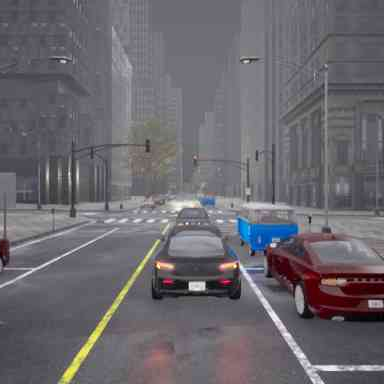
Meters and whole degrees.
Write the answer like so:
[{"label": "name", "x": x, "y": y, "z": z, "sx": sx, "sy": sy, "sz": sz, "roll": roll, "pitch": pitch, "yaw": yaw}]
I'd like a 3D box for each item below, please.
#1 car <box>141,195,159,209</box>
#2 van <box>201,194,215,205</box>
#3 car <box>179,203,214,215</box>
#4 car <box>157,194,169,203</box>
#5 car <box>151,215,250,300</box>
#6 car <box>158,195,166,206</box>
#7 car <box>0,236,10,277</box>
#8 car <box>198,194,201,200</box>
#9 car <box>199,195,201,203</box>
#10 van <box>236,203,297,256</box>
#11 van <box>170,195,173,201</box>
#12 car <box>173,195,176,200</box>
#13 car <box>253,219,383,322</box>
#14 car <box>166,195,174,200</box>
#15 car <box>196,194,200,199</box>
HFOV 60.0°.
[{"label": "car", "x": -5.911, "y": 1.542, "z": 45.139, "sx": 1.752, "sy": 1.417, "sz": 4.829, "roll": 0, "pitch": 0, "yaw": 0}, {"label": "van", "x": 2.603, "y": 1.362, "z": 50.735, "sx": 1.690, "sy": 1.788, "sz": 3.998, "roll": 0, "pitch": 0, "yaw": 0}, {"label": "car", "x": 0.044, "y": 1.550, "z": 17.866, "sx": 2.033, "sy": 1.411, "sz": 5.357, "roll": 0, "pitch": 0, "yaw": 0}, {"label": "car", "x": -5.956, "y": 1.346, "z": 61.179, "sx": 2.192, "sy": 1.841, "sz": 5.009, "roll": 0, "pitch": 0, "yaw": 0}, {"label": "car", "x": 0.081, "y": 1.526, "z": 8.277, "sx": 1.812, "sy": 1.442, "sz": 4.674, "roll": 0, "pitch": 0, "yaw": 0}, {"label": "car", "x": -5.939, "y": 1.570, "z": 55.889, "sx": 1.887, "sy": 1.381, "sz": 4.507, "roll": 0, "pitch": 0, "yaw": 0}, {"label": "car", "x": -5.799, "y": 1.545, "z": 7.216, "sx": 1.887, "sy": 1.381, "sz": 4.507, "roll": 0, "pitch": 0, "yaw": 0}, {"label": "car", "x": 2.567, "y": 1.575, "z": 61.561, "sx": 1.887, "sy": 1.381, "sz": 4.507, "roll": 0, "pitch": 0, "yaw": 0}, {"label": "car", "x": 2.585, "y": 1.591, "z": 56.147, "sx": 1.947, "sy": 1.339, "sz": 4.313, "roll": 0, "pitch": 0, "yaw": 0}, {"label": "van", "x": 2.739, "y": 1.342, "z": 12.750, "sx": 1.690, "sy": 1.788, "sz": 3.998, "roll": 0, "pitch": 0, "yaw": 0}, {"label": "van", "x": -6.007, "y": 1.391, "z": 77.045, "sx": 1.690, "sy": 1.788, "sz": 3.998, "roll": 0, "pitch": 0, "yaw": 0}, {"label": "car", "x": -6.042, "y": 1.630, "z": 87.622, "sx": 1.947, "sy": 1.339, "sz": 4.313, "roll": 0, "pitch": 0, "yaw": 0}, {"label": "car", "x": 2.756, "y": 1.545, "z": 7.225, "sx": 1.887, "sy": 1.381, "sz": 4.507, "roll": 0, "pitch": 0, "yaw": 0}, {"label": "car", "x": -6.058, "y": 1.597, "z": 92.742, "sx": 1.752, "sy": 1.417, "sz": 4.829, "roll": 0, "pitch": 0, "yaw": 0}, {"label": "car", "x": 2.533, "y": 1.594, "z": 72.387, "sx": 2.008, "sy": 1.369, "sz": 4.403, "roll": 0, "pitch": 0, "yaw": 0}]
